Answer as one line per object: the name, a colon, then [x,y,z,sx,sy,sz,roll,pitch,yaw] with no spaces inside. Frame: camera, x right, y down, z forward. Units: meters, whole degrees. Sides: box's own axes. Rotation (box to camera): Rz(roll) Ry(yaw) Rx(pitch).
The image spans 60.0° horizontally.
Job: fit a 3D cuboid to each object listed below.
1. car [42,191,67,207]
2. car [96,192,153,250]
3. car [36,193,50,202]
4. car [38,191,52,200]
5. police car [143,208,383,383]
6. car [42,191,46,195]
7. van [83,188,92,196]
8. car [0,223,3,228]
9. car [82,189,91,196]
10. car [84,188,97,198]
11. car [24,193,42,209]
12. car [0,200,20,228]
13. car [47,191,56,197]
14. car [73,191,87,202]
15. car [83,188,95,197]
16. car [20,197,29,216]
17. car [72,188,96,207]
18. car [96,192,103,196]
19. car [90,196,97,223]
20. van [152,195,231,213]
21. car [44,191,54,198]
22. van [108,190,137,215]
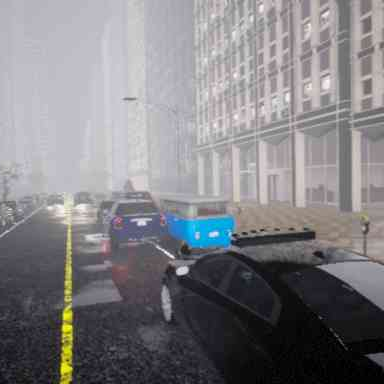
car: [-16.820,0.974,41.063,2.033,1.411,5.357,-2,1,-20]
car: [-2.460,1.069,13.438,2.097,1.767,4.553,-2,2,-20]
car: [-25.509,0.850,56.996,1.802,1.307,4.206,-3,2,-20]
car: [-27.477,0.629,62.325,1.967,1.590,4.097,-3,2,-20]
police car: [0.948,1.280,4.188,1.930,1.638,5.238,-2,2,-20]
car: [-21.584,0.977,46.328,2.008,1.369,4.403,-3,2,-20]
van: [-25.509,0.002,81.212,1.690,1.788,3.998,-3,2,-20]
car: [-9.806,1.444,14.329,1.887,1.381,4.507,-3,2,-20]
car: [-27.468,0.021,86.548,1.967,1.590,4.097,-3,2,-20]
car: [-21.584,0.135,70.544,2.192,1.841,5.009,-3,2,-20]
car: [-17.658,1.135,35.662,2.008,1.369,4.403,-3,2,-20]
car: [-11.769,1.372,19.662,2.008,1.369,4.403,-3,2,-20]
car: [-35.325,0.437,83.662,1.947,1.339,4.313,-3,2,-20]
car: [-17.191,0.696,50.874,1.837,1.490,4.892,-2,2,-20]
car: [-23.547,0.055,75.878,2.192,1.841,5.009,-3,2,-20]
car: [-13.731,1.324,24.996,1.802,1.307,4.206,-3,2,-20]
car: [-12.824,0.719,39.058,2.097,1.767,4.553,-2,2,-20]
car: [-13.722,0.687,49.217,2.008,1.369,4.403,-3,2,-20]
car: [-4.612,1.163,19.087,1.812,1.442,4.674,-2,2,-19]
van: [0.011,1.030,11.879,1.690,1.788,3.998,-3,2,-20]
car: [-31.341,0.558,72.835,1.752,1.417,4.829,-3,2,-20]
van: [-5.878,0.793,27.879,1.690,1.788,3.998,-3,2,-20]
